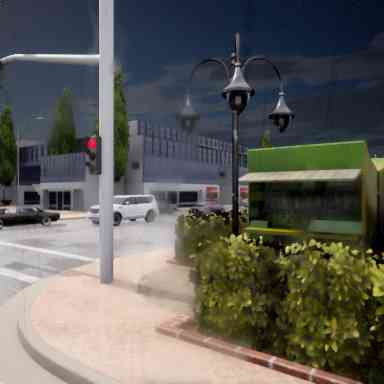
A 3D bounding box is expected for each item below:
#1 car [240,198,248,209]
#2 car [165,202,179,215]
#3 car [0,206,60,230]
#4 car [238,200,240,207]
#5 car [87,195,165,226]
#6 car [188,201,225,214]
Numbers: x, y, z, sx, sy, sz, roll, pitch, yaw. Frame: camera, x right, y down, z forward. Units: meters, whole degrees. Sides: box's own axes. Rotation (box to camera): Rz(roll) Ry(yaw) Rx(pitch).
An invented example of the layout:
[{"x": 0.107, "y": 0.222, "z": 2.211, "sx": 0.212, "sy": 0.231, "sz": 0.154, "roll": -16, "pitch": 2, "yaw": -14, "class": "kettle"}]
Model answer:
[{"x": 8.281, "y": 1.360, "z": 41.282, "sx": 2.097, "sy": 1.767, "sz": 4.553, "roll": 0, "pitch": 0, "yaw": 37, "class": "car"}, {"x": -3.508, "y": 1.556, "z": 31.405, "sx": 2.033, "sy": 1.411, "sz": 5.357, "roll": 0, "pitch": 0, "yaw": 37, "class": "car"}, {"x": -11.100, "y": 1.610, "z": 21.334, "sx": 1.895, "sy": 1.301, "sz": 4.718, "roll": 0, "pitch": 0, "yaw": 38, "class": "car"}, {"x": 7.739, "y": 1.533, "z": 46.364, "sx": 1.812, "sy": 1.442, "sz": 4.674, "roll": 0, "pitch": 0, "yaw": 37, "class": "car"}, {"x": -4.764, "y": 1.229, "z": 23.880, "sx": 2.150, "sy": 2.045, "sz": 5.566, "roll": 0, "pitch": 0, "yaw": 37, "class": "car"}, {"x": 1.481, "y": 1.571, "z": 32.220, "sx": 1.994, "sy": 1.385, "sz": 4.181, "roll": 0, "pitch": 0, "yaw": 37, "class": "car"}]
